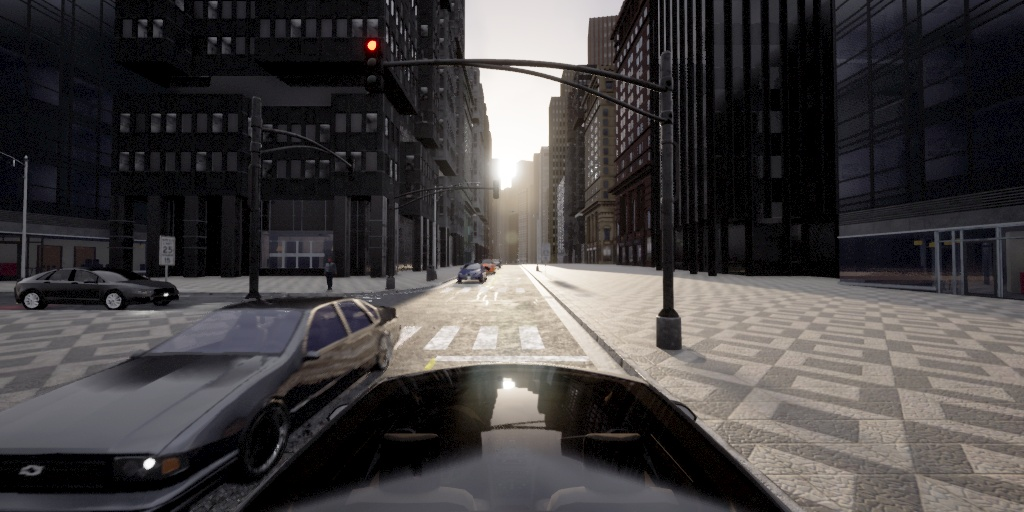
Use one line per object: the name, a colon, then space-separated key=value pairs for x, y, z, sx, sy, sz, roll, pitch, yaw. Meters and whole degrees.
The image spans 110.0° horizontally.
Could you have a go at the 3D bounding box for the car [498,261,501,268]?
car: x=-2.869 y=1.375 z=62.389 sx=2.128 sy=1.511 sz=4.902 roll=0 pitch=0 yaw=0

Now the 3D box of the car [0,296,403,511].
car: x=-3.092 y=1.299 z=4.896 sx=2.033 sy=1.411 sz=5.357 roll=0 pitch=0 yaw=0

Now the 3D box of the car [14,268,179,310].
car: x=-15.342 y=1.191 z=13.401 sx=4.892 sy=1.490 sz=1.837 roll=0 pitch=-1 yaw=0

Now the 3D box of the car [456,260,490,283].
car: x=-3.043 y=1.289 z=28.264 sx=1.812 sy=1.442 sz=4.674 roll=0 pitch=0 yaw=2

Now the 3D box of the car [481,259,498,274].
car: x=-3.009 y=1.146 z=41.149 sx=2.097 sy=1.767 sz=4.553 roll=0 pitch=0 yaw=0

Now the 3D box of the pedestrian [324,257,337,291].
pedestrian: x=-9.967 y=0.974 z=19.623 sx=0.375 sy=1.860 sz=0.375 roll=0 pitch=-1 yaw=0
